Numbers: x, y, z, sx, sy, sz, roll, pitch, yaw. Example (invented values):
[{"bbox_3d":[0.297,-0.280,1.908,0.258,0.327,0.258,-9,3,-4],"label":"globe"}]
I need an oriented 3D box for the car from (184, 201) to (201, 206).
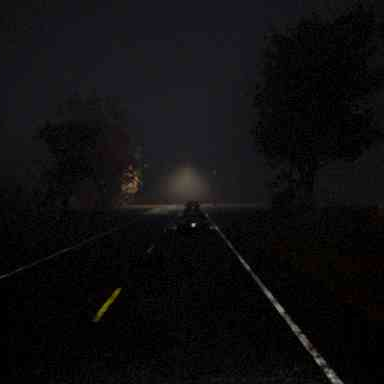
[{"bbox_3d":[0.100,1.898,41.072,2.097,1.767,4.553,0,-1,0],"label":"car"}]

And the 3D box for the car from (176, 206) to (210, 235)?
[{"bbox_3d":[0.088,1.820,20.551,1.994,1.385,4.181,0,-1,0],"label":"car"}]
